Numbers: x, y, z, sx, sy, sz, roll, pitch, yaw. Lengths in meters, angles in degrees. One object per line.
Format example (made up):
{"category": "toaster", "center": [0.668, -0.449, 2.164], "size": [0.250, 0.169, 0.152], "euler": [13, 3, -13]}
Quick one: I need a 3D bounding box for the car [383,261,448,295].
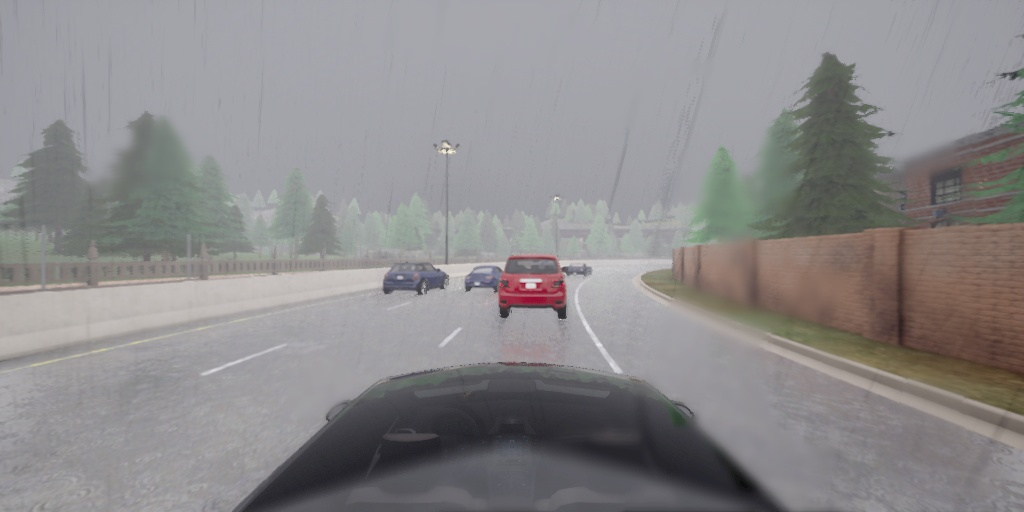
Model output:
{"category": "car", "center": [-5.120, 1.074, 19.662], "size": [2.097, 1.767, 4.553], "euler": [0, 0, 10]}

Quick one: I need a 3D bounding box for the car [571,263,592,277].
{"category": "car", "center": [6.685, 1.319, 35.418], "size": [1.895, 1.301, 4.718], "euler": [0, 0, 22]}

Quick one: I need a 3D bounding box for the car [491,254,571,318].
{"category": "car", "center": [0.872, 0.959, 13.154], "size": [2.150, 2.045, 5.566], "euler": [0, 0, 7]}

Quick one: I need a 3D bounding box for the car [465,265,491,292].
{"category": "car", "center": [-1.346, 1.251, 20.826], "size": [1.812, 1.442, 4.674], "euler": [0, 0, 11]}
